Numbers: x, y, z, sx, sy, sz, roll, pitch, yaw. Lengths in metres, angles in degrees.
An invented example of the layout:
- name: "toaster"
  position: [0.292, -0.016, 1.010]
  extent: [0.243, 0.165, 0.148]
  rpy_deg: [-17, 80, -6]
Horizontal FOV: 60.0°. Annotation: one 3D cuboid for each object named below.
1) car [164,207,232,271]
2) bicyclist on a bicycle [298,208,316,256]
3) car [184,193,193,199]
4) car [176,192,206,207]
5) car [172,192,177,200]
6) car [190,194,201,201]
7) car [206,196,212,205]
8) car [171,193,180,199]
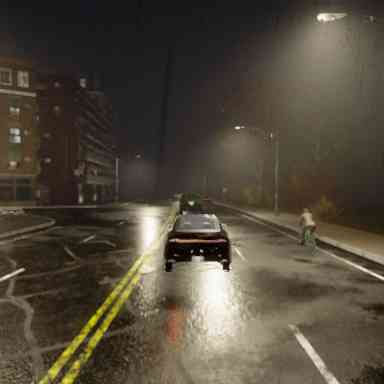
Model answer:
- name: "car"
  position: [0.155, 1.457, 10.784]
  extent: [2.128, 1.511, 4.902]
  rpy_deg: [0, 0, 0]
- name: "bicyclist on a bicycle"
  position: [4.203, 1.427, 12.147]
  extent: [0.582, 1.620, 1.656]
  rpy_deg: [0, 0, 0]
- name: "car"
  position: [-1.021, 1.141, 89.171]
  extent: [1.882, 1.535, 5.008]
  rpy_deg: [0, 0, -7]
- name: "car"
  position: [-0.126, 1.115, 31.483]
  extent: [2.150, 2.045, 5.566]
  rpy_deg: [0, 0, -2]
- name: "car"
  position: [-3.506, 0.910, 81.854]
  extent: [2.150, 2.045, 5.566]
  rpy_deg: [0, 0, -6]
- name: "car"
  position: [0.649, 1.217, 72.489]
  extent: [1.882, 1.535, 5.008]
  rpy_deg: [0, 0, -5]
- name: "car"
  position: [2.129, 1.311, 53.584]
  extent: [2.128, 1.511, 4.902]
  rpy_deg: [0, 0, -3]
- name: "car"
  position: [-4.641, 1.082, 92.223]
  extent: [2.033, 1.411, 5.357]
  rpy_deg: [0, 0, -7]
